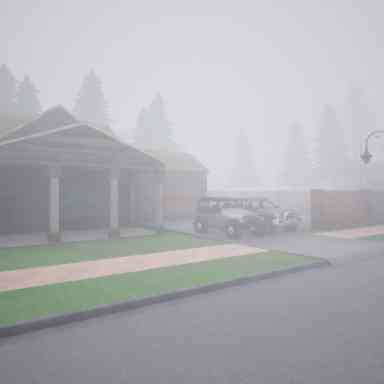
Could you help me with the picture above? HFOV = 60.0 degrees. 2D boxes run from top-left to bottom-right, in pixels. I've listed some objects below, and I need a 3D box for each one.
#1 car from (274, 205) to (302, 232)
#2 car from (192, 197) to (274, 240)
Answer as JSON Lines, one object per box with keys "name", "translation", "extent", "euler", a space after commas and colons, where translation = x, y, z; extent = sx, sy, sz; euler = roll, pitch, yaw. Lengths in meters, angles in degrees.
{"name": "car", "translation": [3.494, 1.174, 17.880], "extent": [1.932, 1.855, 4.605], "euler": [0, 0, -36]}
{"name": "car", "translation": [1.684, 1.176, 16.093], "extent": [1.905, 1.878, 3.866], "euler": [0, 0, -36]}
